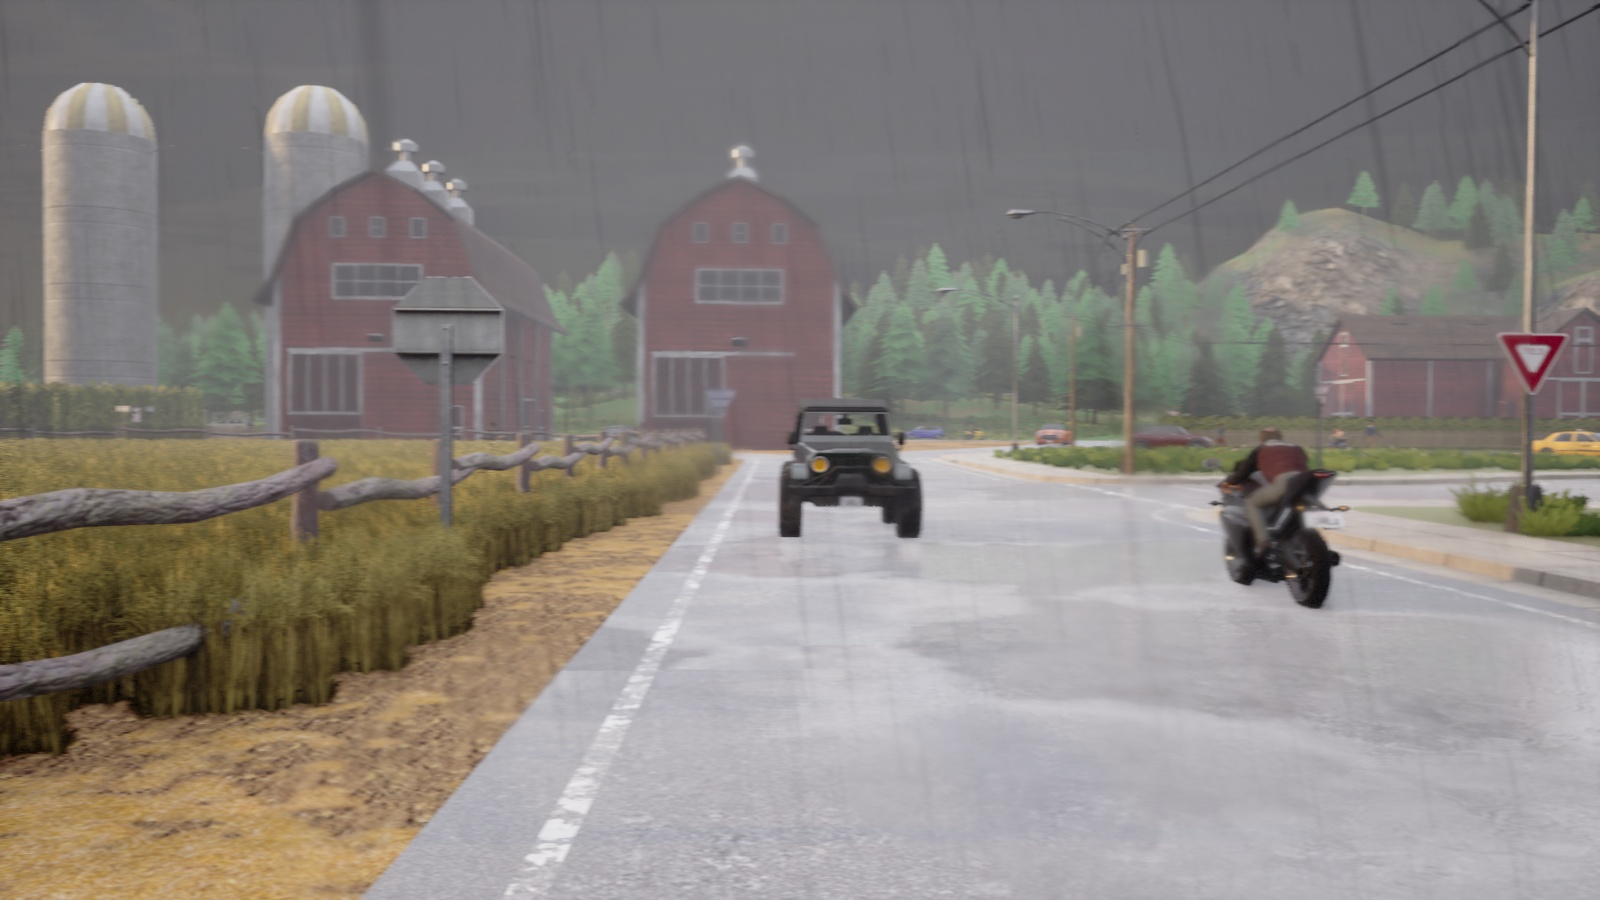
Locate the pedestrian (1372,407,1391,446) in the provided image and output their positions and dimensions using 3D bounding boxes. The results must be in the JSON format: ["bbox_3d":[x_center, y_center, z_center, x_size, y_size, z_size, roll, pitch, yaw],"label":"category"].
[{"bbox_3d":[29.174,-1.160,63.026,0.423,1.949,0.788,-1,1,-29],"label":"pedestrian"}]

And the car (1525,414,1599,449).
[{"bbox_3d":[36.499,-0.865,57.684,1.801,1.575,5.366,-1,1,-29],"label":"car"}]

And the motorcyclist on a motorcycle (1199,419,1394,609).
[{"bbox_3d":[4.355,0.498,11.233,0.866,1.530,2.191,-1,1,0],"label":"motorcyclist on a motorcycle"}]

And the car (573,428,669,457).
[{"bbox_3d":[-9.348,-0.376,65.655,4.674,1.442,1.812,-1,1,4],"label":"car"}]

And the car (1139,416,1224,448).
[{"bbox_3d":[21.508,-1.019,70.775,4.553,1.767,2.097,0,1,18],"label":"car"}]

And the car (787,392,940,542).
[{"bbox_3d":[0.785,0.177,17.819,1.905,1.878,3.866,-1,1,-1],"label":"car"}]

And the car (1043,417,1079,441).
[{"bbox_3d":[19.549,-1.580,94.039,2.097,1.767,4.553,0,1,18],"label":"car"}]
